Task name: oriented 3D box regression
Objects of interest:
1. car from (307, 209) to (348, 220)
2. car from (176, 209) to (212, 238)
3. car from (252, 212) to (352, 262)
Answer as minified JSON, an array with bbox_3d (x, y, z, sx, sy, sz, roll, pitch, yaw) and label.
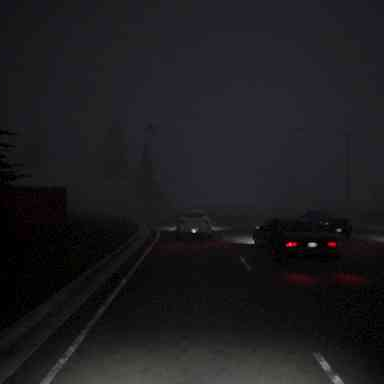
[{"bbox_3d":[7.098,1.665,18.355,1.812,1.442,4.674,0,0,0],"label":"car"},{"bbox_3d":[0.099,1.665,18.365,1.812,1.442,4.674,0,0,0],"label":"car"},{"bbox_3d":[3.593,1.642,12.414,2.033,1.411,5.357,0,0,0],"label":"car"}]
